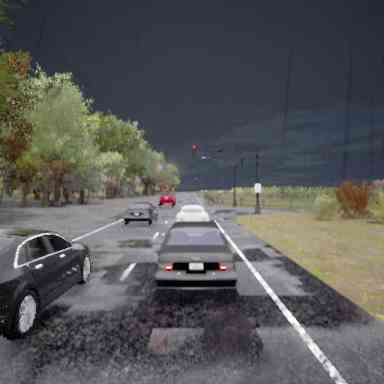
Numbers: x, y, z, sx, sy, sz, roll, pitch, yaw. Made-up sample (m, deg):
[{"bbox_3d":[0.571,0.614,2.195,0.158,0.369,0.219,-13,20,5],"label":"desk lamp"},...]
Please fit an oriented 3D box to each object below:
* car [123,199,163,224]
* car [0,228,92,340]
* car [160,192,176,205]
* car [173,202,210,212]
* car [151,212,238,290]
[{"bbox_3d":[-3.460,1.426,23.206,2.033,1.411,5.357,0,0,0],"label":"car"},{"bbox_3d":[-3.416,1.469,6.461,1.837,1.490,4.892,0,0,0],"label":"car"},{"bbox_3d":[-3.531,0.964,48.931,2.150,2.045,5.566,0,1,0],"label":"car"},{"bbox_3d":[0.036,1.428,18.657,1.812,1.442,4.674,0,0,0],"label":"car"},{"bbox_3d":[0.076,1.500,9.073,2.033,1.411,5.357,0,0,0],"label":"car"}]
